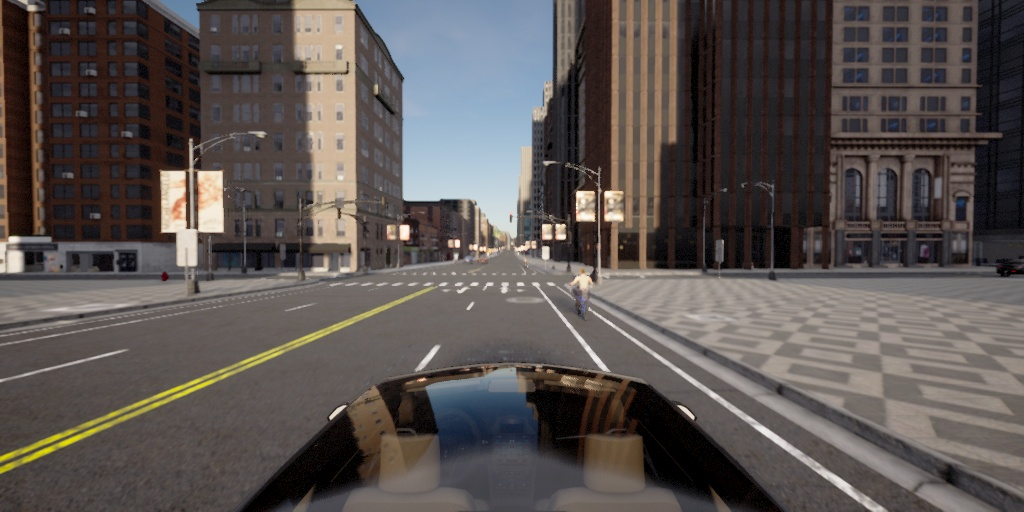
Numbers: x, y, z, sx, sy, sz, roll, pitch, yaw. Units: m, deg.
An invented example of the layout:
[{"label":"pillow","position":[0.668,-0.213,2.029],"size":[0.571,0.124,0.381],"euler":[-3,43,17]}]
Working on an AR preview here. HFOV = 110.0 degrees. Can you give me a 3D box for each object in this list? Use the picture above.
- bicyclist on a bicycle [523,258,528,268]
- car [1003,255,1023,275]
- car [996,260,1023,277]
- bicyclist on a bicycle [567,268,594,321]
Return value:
[{"label":"bicyclist on a bicycle","position":[2.196,1.088,57.554],"size":[0.866,1.612,1.509],"euler":[0,0,0]},{"label":"car","position":[48.611,0.802,32.757],"size":[4.553,1.767,2.097],"euler":[0,1,0]},{"label":"car","position":[43.336,1.036,29.693],"size":[4.892,1.490,1.837],"euler":[0,1,0]},{"label":"bicyclist on a bicycle","position":[2.221,1.162,11.396],"size":[0.866,1.612,1.509],"euler":[0,0,0]}]
